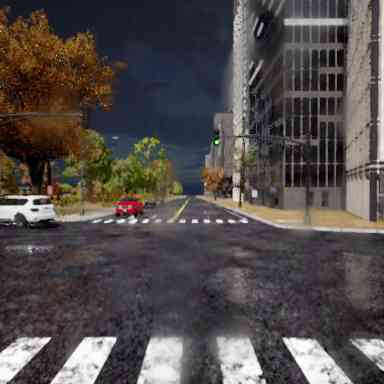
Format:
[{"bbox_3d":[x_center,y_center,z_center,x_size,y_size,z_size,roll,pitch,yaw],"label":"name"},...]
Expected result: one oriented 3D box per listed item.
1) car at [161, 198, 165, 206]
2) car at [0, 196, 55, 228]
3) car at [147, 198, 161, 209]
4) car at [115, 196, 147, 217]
[{"bbox_3d":[-6.506,2.035,67.612,2.128,1.511,4.902,0,0,0],"label":"car"},{"bbox_3d":[-12.062,1.260,22.805,5.566,2.045,2.150,1,1,20],"label":"car"},{"bbox_3d":[-6.555,1.965,52.502,1.994,1.385,4.181,0,-1,0],"label":"car"},{"bbox_3d":[-6.588,1.484,35.561,2.150,2.045,5.566,0,-1,1],"label":"car"}]
